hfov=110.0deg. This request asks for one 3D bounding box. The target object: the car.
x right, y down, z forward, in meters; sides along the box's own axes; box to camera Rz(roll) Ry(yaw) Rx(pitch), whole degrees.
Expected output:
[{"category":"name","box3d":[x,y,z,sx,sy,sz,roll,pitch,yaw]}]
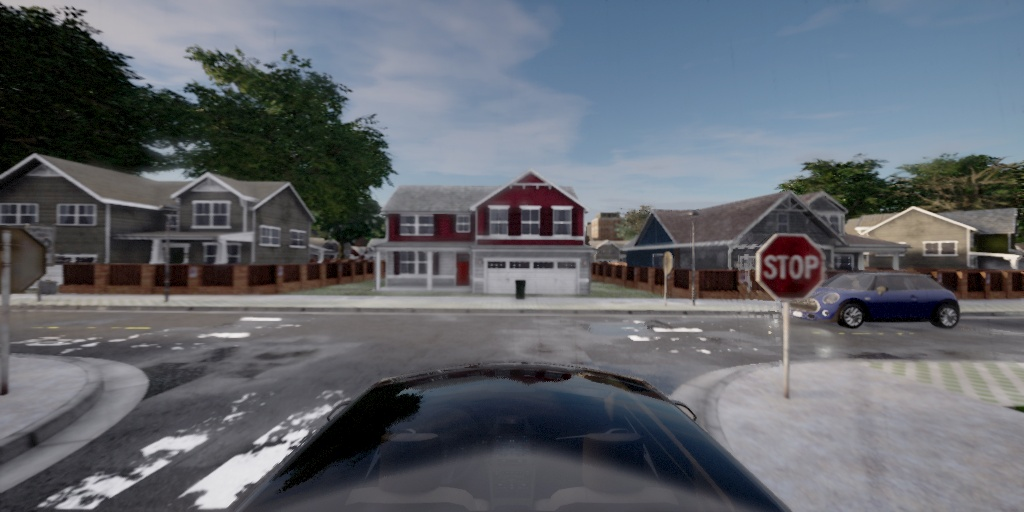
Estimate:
[{"category":"car","box3d":[11.503,1.314,11.750,4.553,1.767,2.097,1,-1,-3]}]
